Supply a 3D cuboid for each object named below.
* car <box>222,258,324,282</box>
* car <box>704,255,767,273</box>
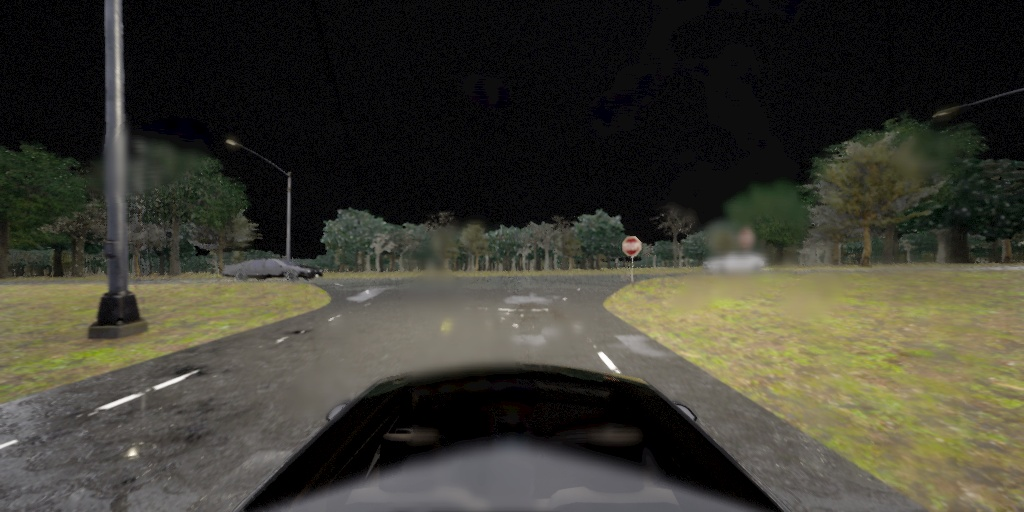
[{"bbox_3d":[-14.651,0.850,22.080,5.357,1.411,2.033,-1,-2,1],"label":"car"},{"bbox_3d":[18.218,0.646,29.383,4.674,1.442,1.812,-2,-2,-1],"label":"car"}]
